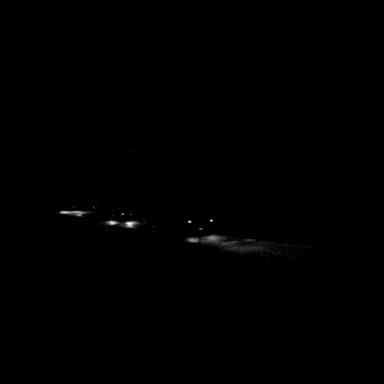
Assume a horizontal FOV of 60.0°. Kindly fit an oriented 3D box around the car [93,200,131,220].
[{"bbox_3d":[-6.710,1.442,27.582,1.837,1.490,4.892,1,0,-35],"label":"car"}]

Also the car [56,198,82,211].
[{"bbox_3d":[-14.301,1.373,38.344,1.812,1.442,4.674,1,0,-36],"label":"car"}]

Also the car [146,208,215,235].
[{"bbox_3d":[-0.786,1.607,19.234,1.895,1.301,4.718,1,0,-36],"label":"car"}]
